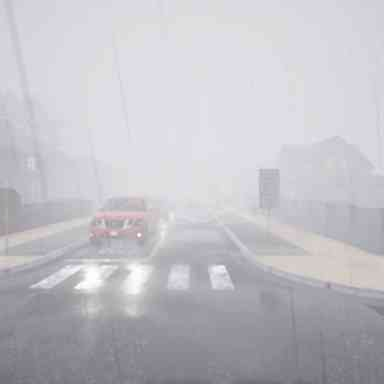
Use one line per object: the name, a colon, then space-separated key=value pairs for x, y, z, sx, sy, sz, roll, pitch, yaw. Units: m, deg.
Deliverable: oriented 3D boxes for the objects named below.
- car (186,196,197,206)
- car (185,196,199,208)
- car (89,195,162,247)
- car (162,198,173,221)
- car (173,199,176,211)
car: x=-0.021 y=1.512 z=56.790 sx=1.837 sy=1.490 sz=4.892 roll=0 pitch=0 yaw=0
car: x=-0.016 y=1.535 z=46.781 sx=1.994 sy=1.385 sz=4.181 roll=0 pitch=0 yaw=0
car: x=-2.870 y=1.174 z=15.096 sx=2.150 sy=2.045 sz=5.566 roll=0 pitch=0 yaw=1
car: x=-2.855 y=1.289 z=26.124 sx=2.097 sy=1.767 sz=4.553 roll=0 pitch=0 yaw=0
car: x=-2.846 y=1.441 z=38.816 sx=2.128 sy=1.511 sz=4.902 roll=0 pitch=0 yaw=0
